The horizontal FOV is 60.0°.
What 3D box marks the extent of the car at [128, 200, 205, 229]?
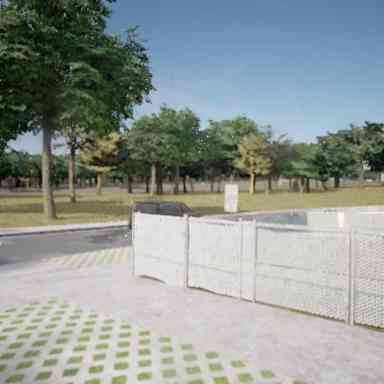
[{"bbox_3d":[-1.324,1.540,19.769,2.150,2.045,5.566,2,-1,34],"label":"car"}]
